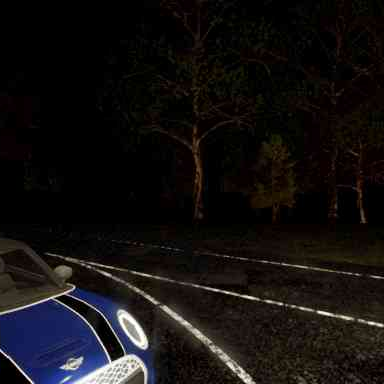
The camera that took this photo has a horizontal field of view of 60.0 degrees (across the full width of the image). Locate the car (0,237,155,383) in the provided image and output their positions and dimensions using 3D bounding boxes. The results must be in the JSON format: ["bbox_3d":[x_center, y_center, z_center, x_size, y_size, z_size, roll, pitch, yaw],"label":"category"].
[{"bbox_3d":[-2.570,1.338,3.717,4.553,1.767,2.097,1,0,36],"label":"car"}]
